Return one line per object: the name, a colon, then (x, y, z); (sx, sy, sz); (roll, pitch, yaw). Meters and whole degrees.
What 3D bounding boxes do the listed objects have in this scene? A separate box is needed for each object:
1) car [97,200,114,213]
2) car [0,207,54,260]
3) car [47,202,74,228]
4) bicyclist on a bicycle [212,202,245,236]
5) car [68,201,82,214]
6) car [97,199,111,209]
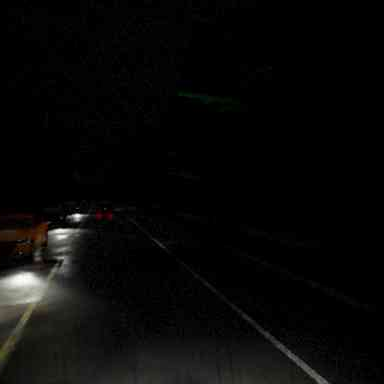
car: (-10.621, 1.718, 40.618); (1.812, 1.442, 4.674); (-1, 0, -15)
car: (-6.788, 1.598, 12.788); (1.882, 1.535, 5.008); (-1, 0, -15)
car: (-9.788, 1.701, 23.676); (1.812, 1.442, 4.674); (-1, 0, -15)
bicyclist on a bicycle: (1.727, 1.273, 15.683); (1.656, 1.620, 0.582); (-1, 0, -15)
car: (-13.716, 1.772, 38.138); (1.812, 1.442, 4.674); (-1, 0, -15)
car: (-13.665, 1.849, 51.588); (1.895, 1.301, 4.718); (-1, 0, -15)
